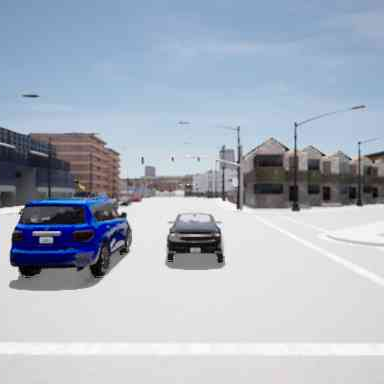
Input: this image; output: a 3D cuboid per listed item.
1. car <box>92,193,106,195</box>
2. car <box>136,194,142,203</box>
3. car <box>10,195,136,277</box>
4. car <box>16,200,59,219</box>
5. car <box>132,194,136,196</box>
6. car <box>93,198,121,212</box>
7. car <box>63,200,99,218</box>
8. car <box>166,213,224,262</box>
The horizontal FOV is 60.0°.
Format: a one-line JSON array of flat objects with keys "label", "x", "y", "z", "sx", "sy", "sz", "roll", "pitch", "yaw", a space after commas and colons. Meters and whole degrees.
[{"label": "car", "x": -14.033, "y": 1.156, "z": 49.301, "sx": 2.150, "sy": 2.045, "sz": 5.566, "roll": 0, "pitch": 1, "yaw": 0}, {"label": "car", "x": -10.482, "y": 1.138, "z": 61.957, "sx": 1.882, "sy": 1.535, "sz": 5.008, "roll": 0, "pitch": 1, "yaw": 0}, {"label": "car", "x": -3.401, "y": 1.233, "z": 10.453, "sx": 2.150, "sy": 2.045, "sz": 5.566, "roll": 0, "pitch": 0, "yaw": 0}, {"label": "car", "x": -14.099, "y": 1.571, "z": 30.681, "sx": 1.837, "sy": 1.490, "sz": 4.892, "roll": 0, "pitch": 0, "yaw": -1}, {"label": "car", "x": -10.506, "y": 1.384, "z": 51.502, "sx": 2.128, "sy": 1.511, "sz": 4.902, "roll": 0, "pitch": 1, "yaw": 0}, {"label": "car", "x": -10.572, "y": 1.581, "z": 41.764, "sx": 2.033, "sy": 1.411, "sz": 5.357, "roll": 0, "pitch": 1, "yaw": 0}, {"label": "car", "x": -10.587, "y": 1.572, "z": 32.028, "sx": 1.837, "sy": 1.490, "sz": 4.892, "roll": 0, "pitch": 0, "yaw": 0}, {"label": "car", "x": 0.102, "y": 1.511, "z": 12.251, "sx": 2.128, "sy": 1.511, "sz": 4.902, "roll": 0, "pitch": 0, "yaw": 0}]
